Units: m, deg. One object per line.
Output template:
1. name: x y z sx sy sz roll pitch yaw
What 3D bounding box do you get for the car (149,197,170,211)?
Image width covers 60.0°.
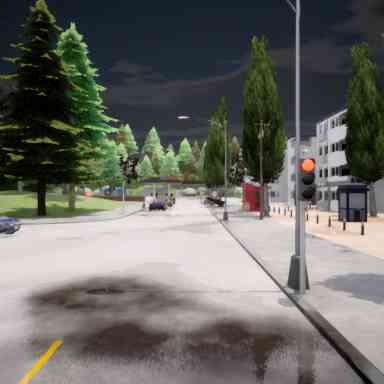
1. car: -4.082 1.599 40.464 1.895 1.301 4.718 0 0 0

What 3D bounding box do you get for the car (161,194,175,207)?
1. car: -4.064 1.350 50.357 2.097 1.767 4.553 0 0 0

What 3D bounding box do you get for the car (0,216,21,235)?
1. car: -11.103 1.525 16.661 4.674 1.442 1.812 0 0 0
